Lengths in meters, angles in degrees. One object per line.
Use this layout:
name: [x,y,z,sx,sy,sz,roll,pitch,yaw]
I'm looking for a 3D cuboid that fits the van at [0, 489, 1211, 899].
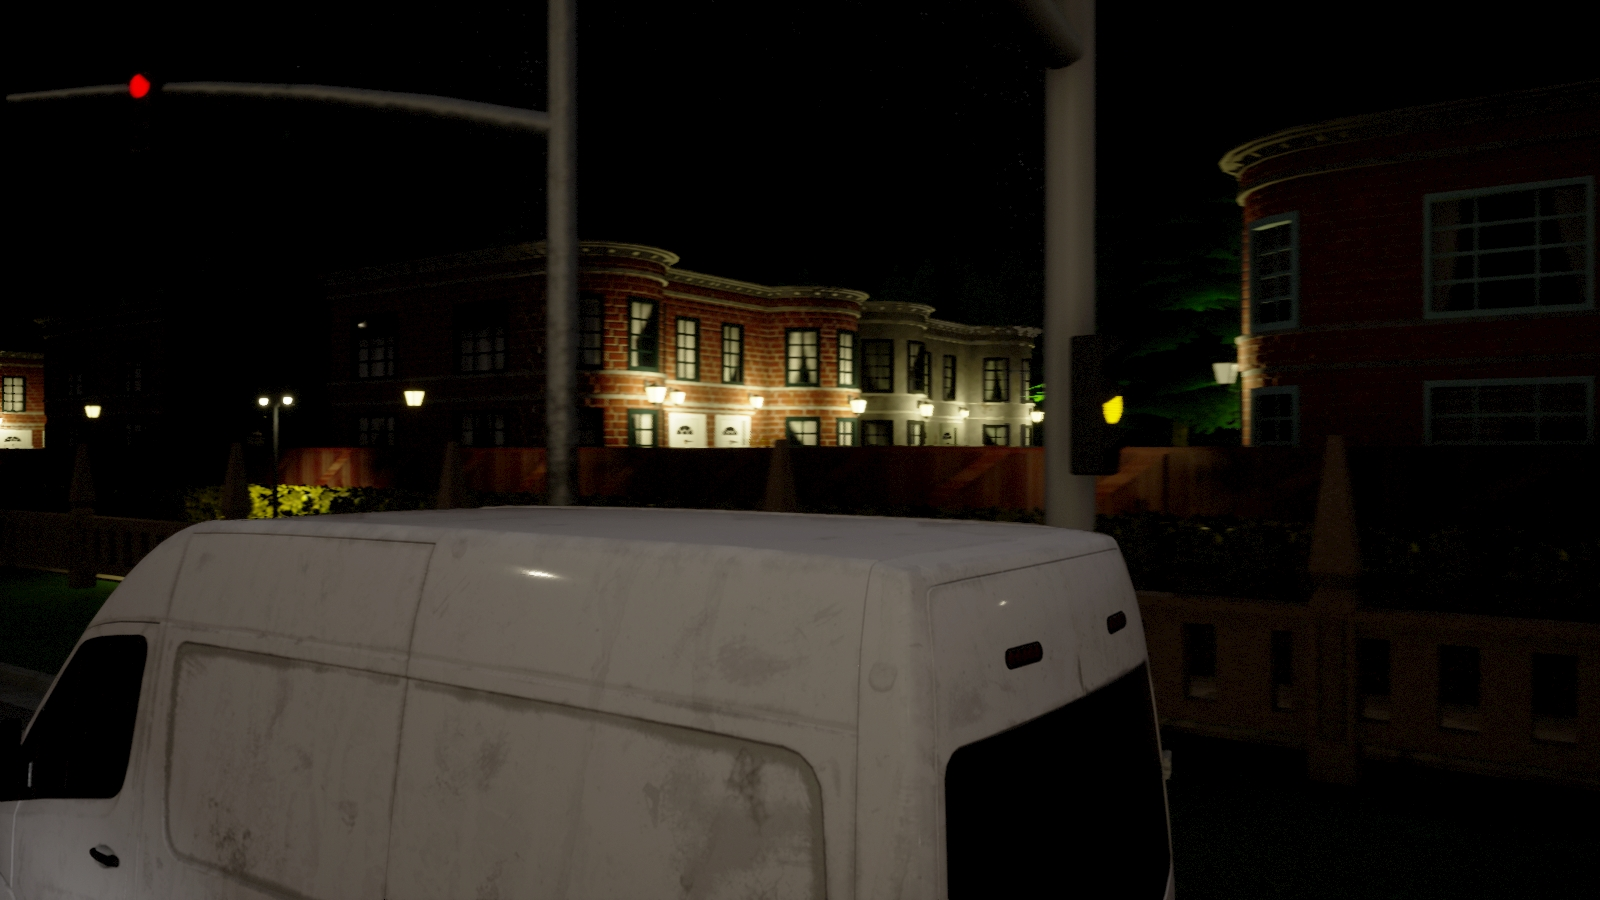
van: [-1.560,1.534,4.869,5.915,2.561,1.988,0,0,35]
